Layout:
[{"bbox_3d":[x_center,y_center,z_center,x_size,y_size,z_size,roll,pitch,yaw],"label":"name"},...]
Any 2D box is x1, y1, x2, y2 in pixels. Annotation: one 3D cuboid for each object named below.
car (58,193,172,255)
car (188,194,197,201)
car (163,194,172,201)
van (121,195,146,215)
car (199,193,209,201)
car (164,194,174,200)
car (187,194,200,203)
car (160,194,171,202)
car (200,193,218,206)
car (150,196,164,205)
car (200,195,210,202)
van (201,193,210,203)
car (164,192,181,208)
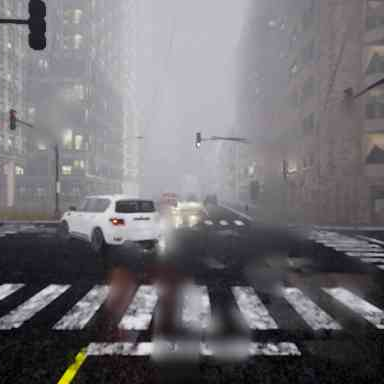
[{"bbox_3d":[-3.407,1.138,13.266,2.150,2.045,5.566,2,-1,-40],"label":"car"},{"bbox_3d":[0.013,1.113,72.221,1.882,1.535,5.008,0,0,0],"label":"car"},{"bbox_3d":[-5.680,1.299,76.958,1.752,1.417,4.829,0,0,0],"label":"car"},{"bbox_3d":[-5.686,1.236,32.720,1.690,1.788,3.998,0,0,0],"label":"van"},{"bbox_3d":[2.701,1.088,77.127,2.192,1.841,5.009,0,0,0],"label":"car"},{"bbox_3d":[-5.678,1.310,82.679,2.008,1.369,4.403,0,0,0],"label":"car"},{"bbox_3d":[0.013,1.290,61.799,1.882,1.535,5.008,0,0,0],"label":"car"},{"bbox_3d":[-5.680,1.227,71.577,1.967,1.590,4.097,0,0,0],"label":"car"},{"bbox_3d":[2.696,1.162,49.373,2.192,1.841,5.009,0,0,0],"label":"car"},{"bbox_3d":[-5.683,1.357,54.755,1.752,1.417,4.829,0,0,0],"label":"car"},{"bbox_3d":[2.701,1.337,71.577,2.008,1.369,4.403,0,0,0],"label":"car"},{"bbox_3d":[2.699,1.142,66.026,1.690,1.788,3.998,0,0,0],"label":"van"},{"bbox_3d":[-3.071,1.081,44.776,2.150,2.045,5.566,0,0,0],"label":"car"}]
